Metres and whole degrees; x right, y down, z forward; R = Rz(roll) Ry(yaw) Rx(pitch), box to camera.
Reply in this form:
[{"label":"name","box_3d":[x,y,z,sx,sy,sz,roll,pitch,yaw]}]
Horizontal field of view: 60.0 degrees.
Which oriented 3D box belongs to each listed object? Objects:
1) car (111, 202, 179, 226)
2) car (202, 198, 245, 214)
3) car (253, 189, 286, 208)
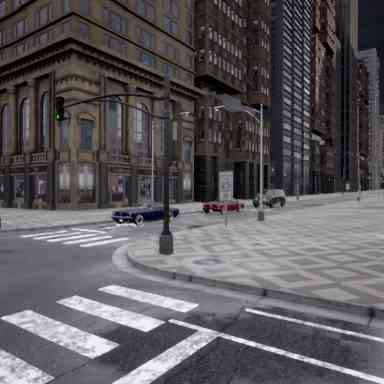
[{"label":"car","box_3d":[-2.943,1.351,21.606,1.895,1.301,4.718,0,1,36]},{"label":"car","box_3d":[2.859,1.217,29.740,1.895,1.301,4.718,0,1,35]},{"label":"car","box_3d":[8.998,0.697,38.347,2.150,2.045,5.566,0,1,36]}]
